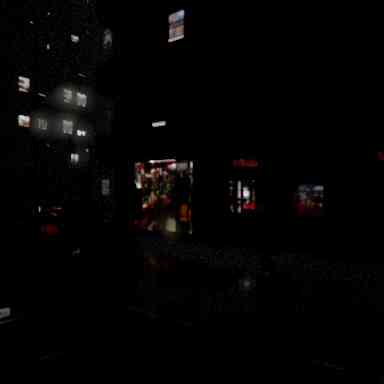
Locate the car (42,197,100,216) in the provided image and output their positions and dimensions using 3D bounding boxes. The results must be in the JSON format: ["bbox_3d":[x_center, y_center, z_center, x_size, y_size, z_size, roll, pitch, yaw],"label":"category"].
[{"bbox_3d":[-11.013,1.236,30.580,1.752,1.417,4.829,1,1,35],"label":"car"}]

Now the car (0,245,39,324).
[{"bbox_3d":[-4.564,1.548,6.138,4.403,1.369,2.008,0,0,36],"label":"car"}]

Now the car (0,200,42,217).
[{"bbox_3d":[-14.107,1.336,26.158,2.008,1.369,4.403,1,1,35],"label":"car"}]

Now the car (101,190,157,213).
[{"bbox_3d":[-6.132,0.866,33.058,2.150,2.045,5.566,0,1,35],"label":"car"}]

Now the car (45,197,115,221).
[{"bbox_3d":[-8.014,1.259,24.811,1.837,1.490,4.892,0,1,35],"label":"car"}]
